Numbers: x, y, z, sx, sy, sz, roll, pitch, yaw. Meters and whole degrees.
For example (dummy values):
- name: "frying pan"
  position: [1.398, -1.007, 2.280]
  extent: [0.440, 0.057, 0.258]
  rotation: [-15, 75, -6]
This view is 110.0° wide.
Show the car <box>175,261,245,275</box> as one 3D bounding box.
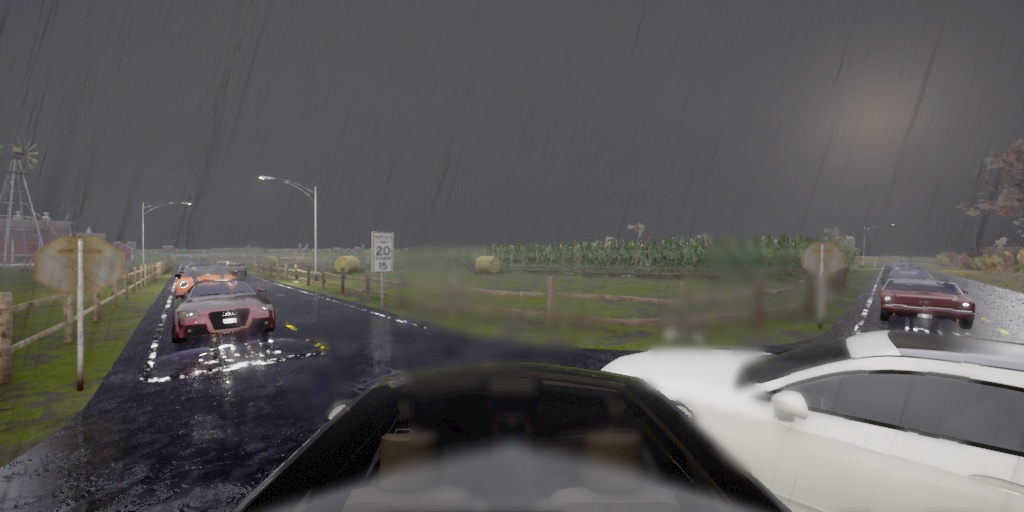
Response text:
- name: "car"
  position: [-13.925, 1.151, 16.394]
  extent: [2.097, 1.767, 4.553]
  rotation: [0, 0, -42]

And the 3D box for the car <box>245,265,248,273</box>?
- name: "car"
  position: [-27.439, 1.307, 35.449]
  extent: [2.128, 1.511, 4.902]
  rotation: [0, 0, -42]

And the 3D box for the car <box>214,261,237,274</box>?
- name: "car"
  position: [-34.256, 1.334, 42.819]
  extent: [1.837, 1.490, 4.892]
  rotation: [0, 0, -42]

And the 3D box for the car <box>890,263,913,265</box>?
- name: "car"
  position: [27.036, 1.406, 24.736]
  extent: [4.181, 1.385, 1.994]
  rotation: [0, 1, -44]

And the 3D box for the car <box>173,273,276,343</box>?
- name: "car"
  position: [-8.066, 1.361, 9.986]
  extent: [1.994, 1.385, 4.181]
  rotation: [0, 0, -43]

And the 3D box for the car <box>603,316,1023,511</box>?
- name: "car"
  position: [2.811, 1.293, 2.539]
  extent: [1.812, 1.442, 4.674]
  rotation: [0, 1, -45]

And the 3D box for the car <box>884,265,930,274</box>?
- name: "car"
  position: [20.363, 1.366, 18.394]
  extent: [5.357, 1.411, 2.033]
  rotation: [0, 1, -44]

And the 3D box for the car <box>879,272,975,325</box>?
- name: "car"
  position: [13.372, 1.399, 11.739]
  extent: [4.718, 1.301, 1.895]
  rotation: [0, 1, -44]
